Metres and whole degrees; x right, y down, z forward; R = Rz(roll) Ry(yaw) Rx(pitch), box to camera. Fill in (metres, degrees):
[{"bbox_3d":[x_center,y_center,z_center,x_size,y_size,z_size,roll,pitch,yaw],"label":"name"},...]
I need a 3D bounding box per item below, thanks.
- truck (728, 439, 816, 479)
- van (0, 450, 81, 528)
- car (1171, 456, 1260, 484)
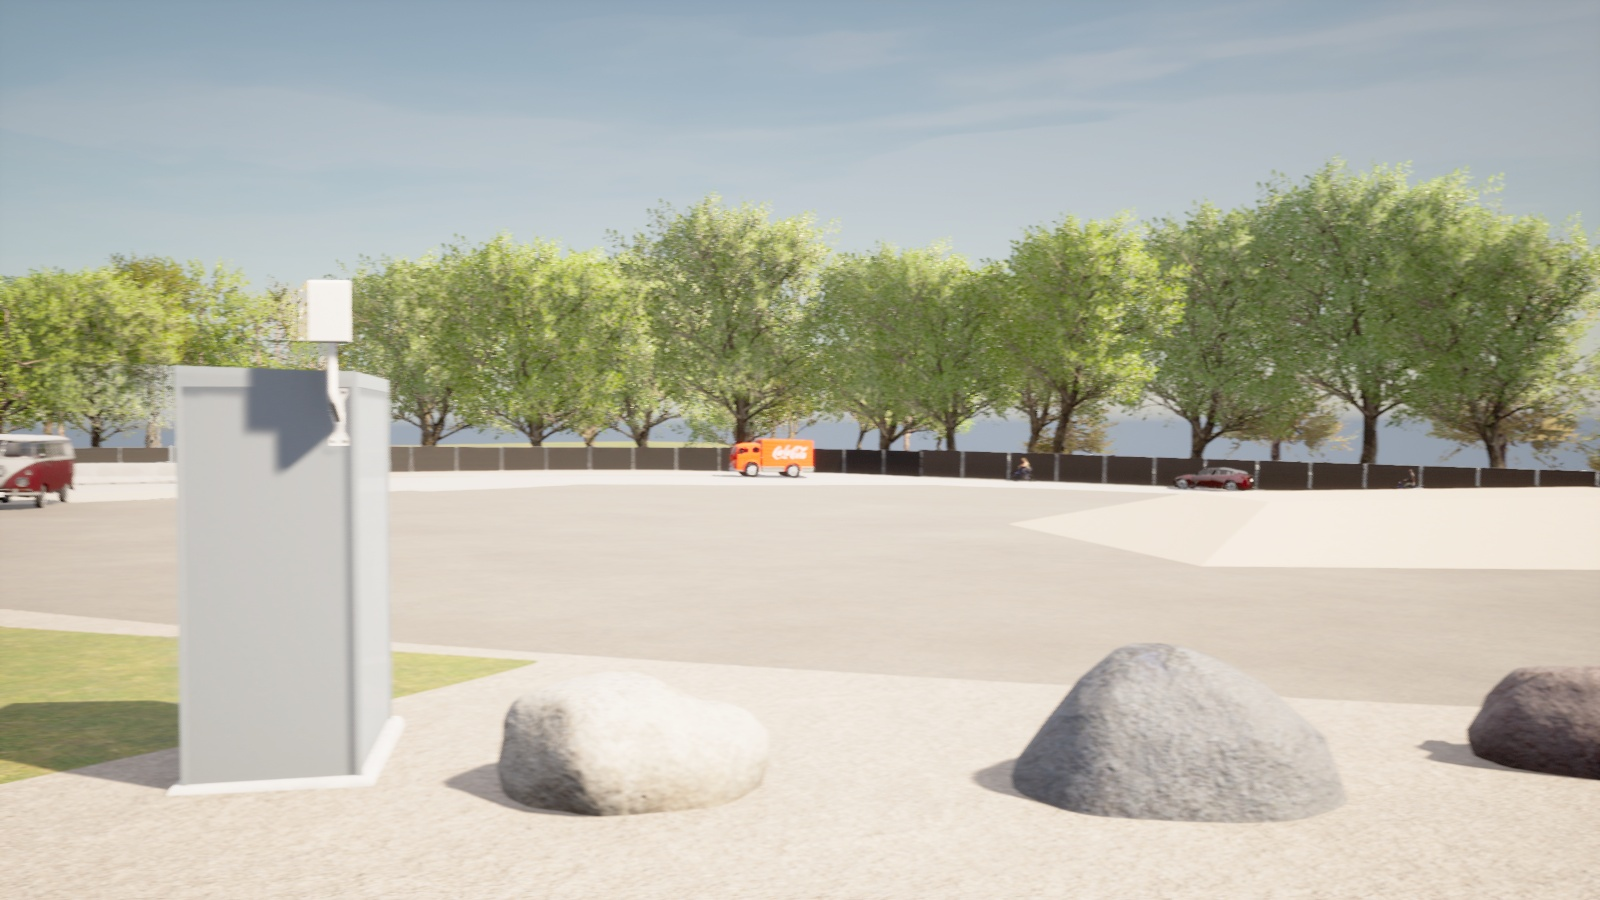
[{"bbox_3d":[-1.819,0.560,81.023,5.204,2.467,2.627,-1,0,-15],"label":"truck"},{"bbox_3d":[-21.502,1.010,34.875,1.775,1.987,4.442,0,1,-18],"label":"van"},{"bbox_3d":[25.662,1.223,77.574,4.792,1.488,2.163,2,2,37],"label":"car"}]
